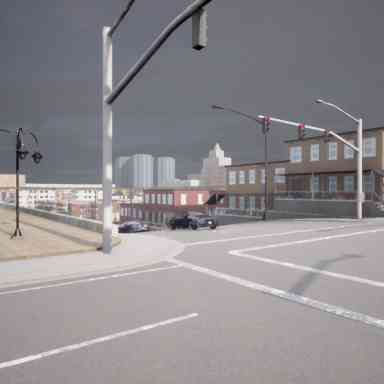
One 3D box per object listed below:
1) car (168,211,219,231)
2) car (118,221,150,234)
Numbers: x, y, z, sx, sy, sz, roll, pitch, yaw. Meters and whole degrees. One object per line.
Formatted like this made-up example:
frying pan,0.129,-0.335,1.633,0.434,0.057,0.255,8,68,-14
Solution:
car,0.031,2.054,24.150,1.994,1.385,4.181,0,-4,-36
car,-5.838,3.506,32.127,1.812,1.442,4.674,0,-12,-37
